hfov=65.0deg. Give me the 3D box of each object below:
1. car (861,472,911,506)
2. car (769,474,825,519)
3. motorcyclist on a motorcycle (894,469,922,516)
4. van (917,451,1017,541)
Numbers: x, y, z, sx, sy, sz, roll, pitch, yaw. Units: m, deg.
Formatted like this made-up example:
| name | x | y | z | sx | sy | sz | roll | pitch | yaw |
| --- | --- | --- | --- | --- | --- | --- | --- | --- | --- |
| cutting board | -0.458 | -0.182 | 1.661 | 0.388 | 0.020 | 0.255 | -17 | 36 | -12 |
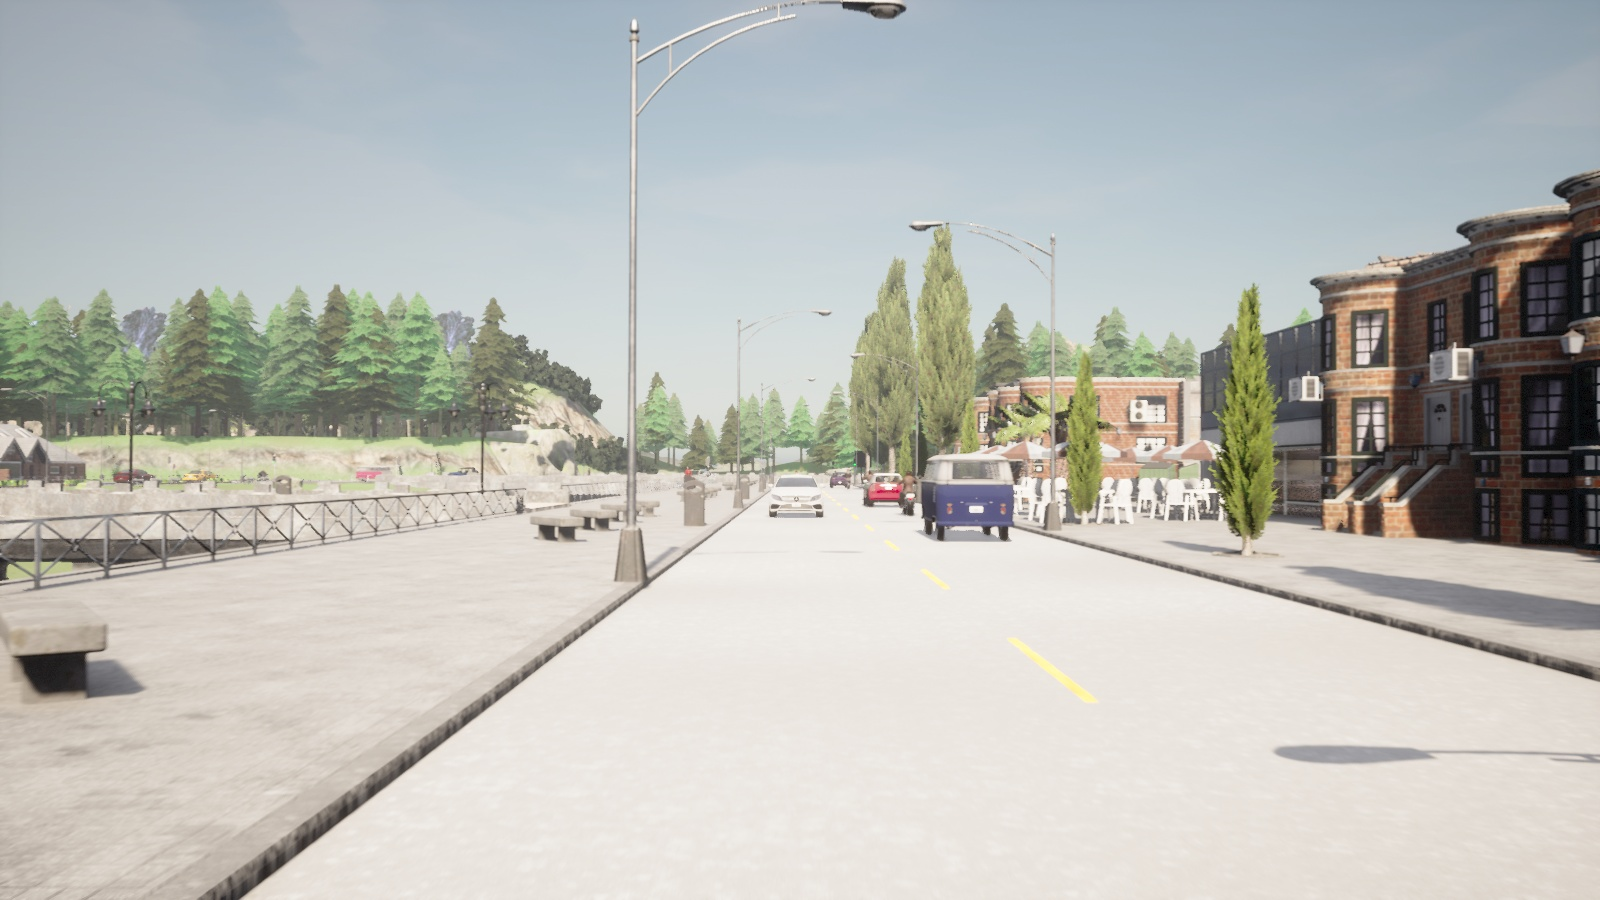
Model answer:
| name | x | y | z | sx | sy | sz | roll | pitch | yaw |
| --- | --- | --- | --- | --- | --- | --- | --- | --- | --- |
| car | 3.853 | 1.711 | 56.515 | 1.970 | 1.475 | 3.806 | 0 | -1 | 0 |
| car | -0.112 | 1.566 | 43.338 | 1.812 | 1.442 | 4.674 | 0 | -1 | 0 |
| motorcyclist on a motorcycle | 3.882 | 1.507 | 45.273 | 0.766 | 1.649 | 2.350 | 0 | -1 | 0 |
| van | 3.920 | 1.056 | 30.102 | 1.775 | 1.987 | 4.442 | 0 | -1 | 0 |
